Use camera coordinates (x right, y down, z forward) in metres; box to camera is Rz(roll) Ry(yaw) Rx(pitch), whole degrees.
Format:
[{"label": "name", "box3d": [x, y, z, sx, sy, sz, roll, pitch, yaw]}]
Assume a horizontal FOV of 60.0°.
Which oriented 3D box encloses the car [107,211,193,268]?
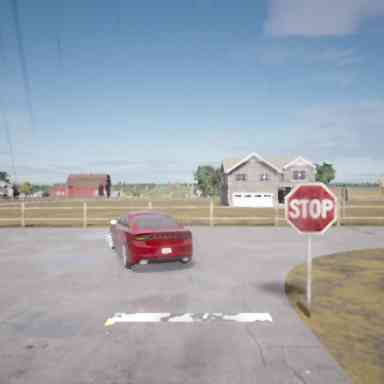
[{"label": "car", "box3d": [-1.581, 1.372, 11.129, 1.882, 1.535, 5.008, 0, 1, -21]}]
